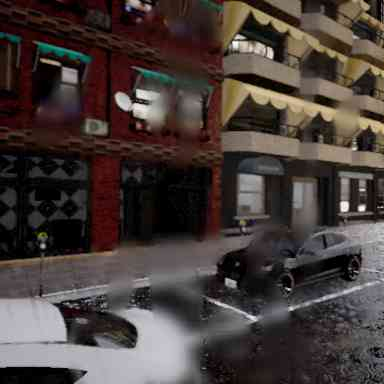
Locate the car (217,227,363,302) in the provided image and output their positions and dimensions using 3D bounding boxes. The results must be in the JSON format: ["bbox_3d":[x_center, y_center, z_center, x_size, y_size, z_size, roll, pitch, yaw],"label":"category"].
[{"bbox_3d":[2.614,1.598,8.413,4.313,1.339,1.947,0,1,-35],"label":"car"}]

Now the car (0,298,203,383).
[{"bbox_3d":[-2.055,1.522,1.909,4.674,1.442,1.812,0,0,-35],"label":"car"}]
